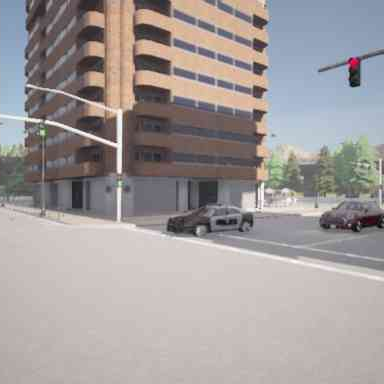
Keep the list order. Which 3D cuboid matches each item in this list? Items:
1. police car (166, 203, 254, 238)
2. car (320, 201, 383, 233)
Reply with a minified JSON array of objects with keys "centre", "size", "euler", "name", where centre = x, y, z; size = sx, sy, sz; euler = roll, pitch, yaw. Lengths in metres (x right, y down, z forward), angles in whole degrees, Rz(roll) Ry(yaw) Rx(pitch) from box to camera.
[{"centre":[1.066,1.408,17.647],"size":[5.238,1.638,1.930],"euler":[0,0,-37],"name":"police car"},{"centre":[9.653,1.343,19.909],"size":[4.553,1.767,2.097],"euler":[0,0,-37],"name":"car"}]
